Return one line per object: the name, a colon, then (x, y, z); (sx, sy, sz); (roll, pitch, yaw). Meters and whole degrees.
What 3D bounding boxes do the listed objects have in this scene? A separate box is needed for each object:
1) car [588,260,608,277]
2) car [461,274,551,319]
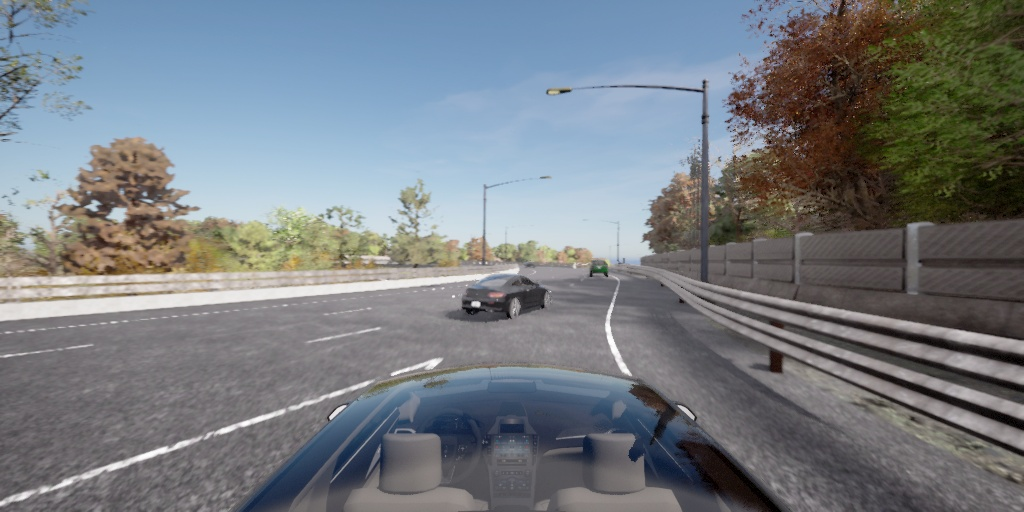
car: (10.903, 1.531, 45.467); (2.150, 2.045, 5.566); (1, -1, 10)
car: (-0.095, 1.390, 13.383); (1.812, 1.442, 4.674); (1, -1, 27)
